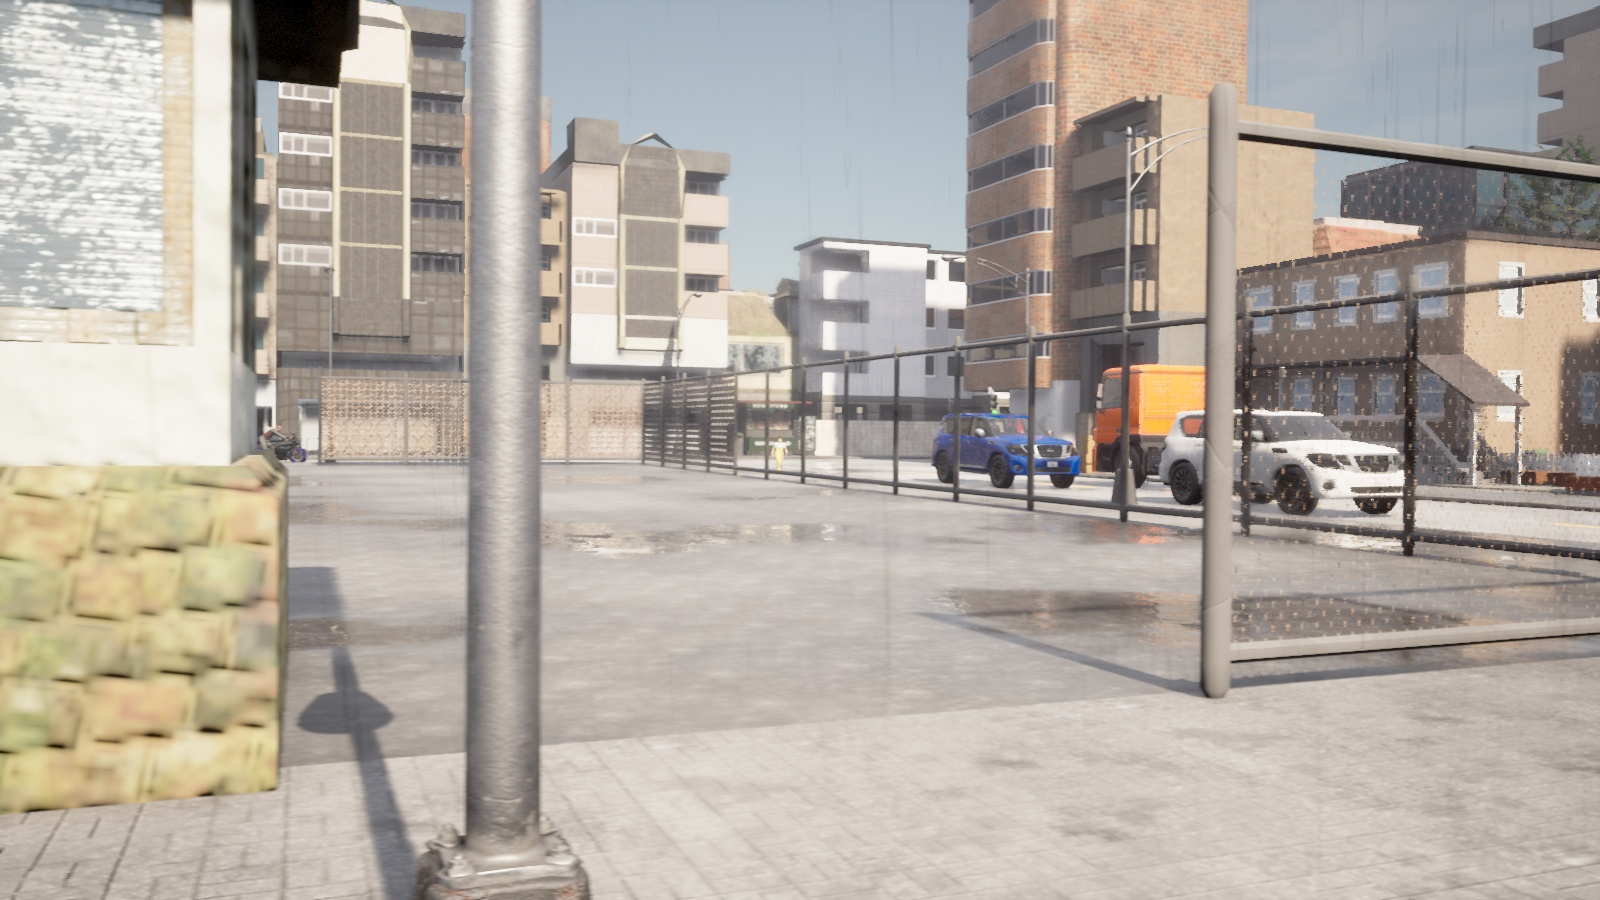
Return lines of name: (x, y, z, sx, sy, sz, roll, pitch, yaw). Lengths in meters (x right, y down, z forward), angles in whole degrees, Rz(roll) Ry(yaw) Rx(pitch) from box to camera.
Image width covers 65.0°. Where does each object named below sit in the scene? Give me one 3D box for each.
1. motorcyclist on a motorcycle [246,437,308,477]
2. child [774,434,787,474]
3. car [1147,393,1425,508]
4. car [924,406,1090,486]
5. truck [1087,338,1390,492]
motorcyclist on a motorcycle: (-20.417, 0.256, 49.037, 2.191, 1.530, 0.866, -1, 1, -21)
child: (-0.622, 0.115, 40.014, 0.270, 1.263, 0.437, -1, 1, -17)
car: (9.573, -0.035, 25.380, 2.150, 2.045, 5.566, -1, 1, -19)
car: (5.655, -0.154, 35.259, 2.150, 2.045, 5.566, -1, 1, -20)
truck: (10.980, -0.873, 32.507, 2.891, 3.462, 7.936, -1, 1, -22)
